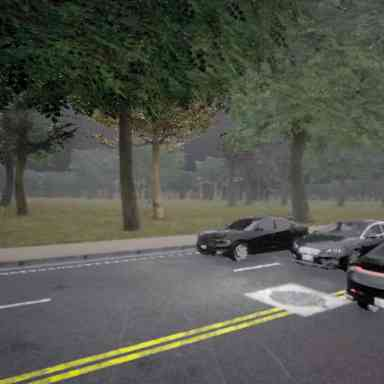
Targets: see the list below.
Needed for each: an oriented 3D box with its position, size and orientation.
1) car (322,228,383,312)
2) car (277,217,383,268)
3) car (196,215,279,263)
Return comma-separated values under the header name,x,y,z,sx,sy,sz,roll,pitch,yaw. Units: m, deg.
name,x,y,z,sx,sy,sz,roll,pitch,yaw
car,5.105,1.606,6.693,4.902,1.511,2.128,1,-1,-34
car,5.402,1.667,11.033,4.902,1.511,2.128,1,-1,-34
car,2.485,1.668,12.997,5.008,1.535,1.882,1,-1,-34
